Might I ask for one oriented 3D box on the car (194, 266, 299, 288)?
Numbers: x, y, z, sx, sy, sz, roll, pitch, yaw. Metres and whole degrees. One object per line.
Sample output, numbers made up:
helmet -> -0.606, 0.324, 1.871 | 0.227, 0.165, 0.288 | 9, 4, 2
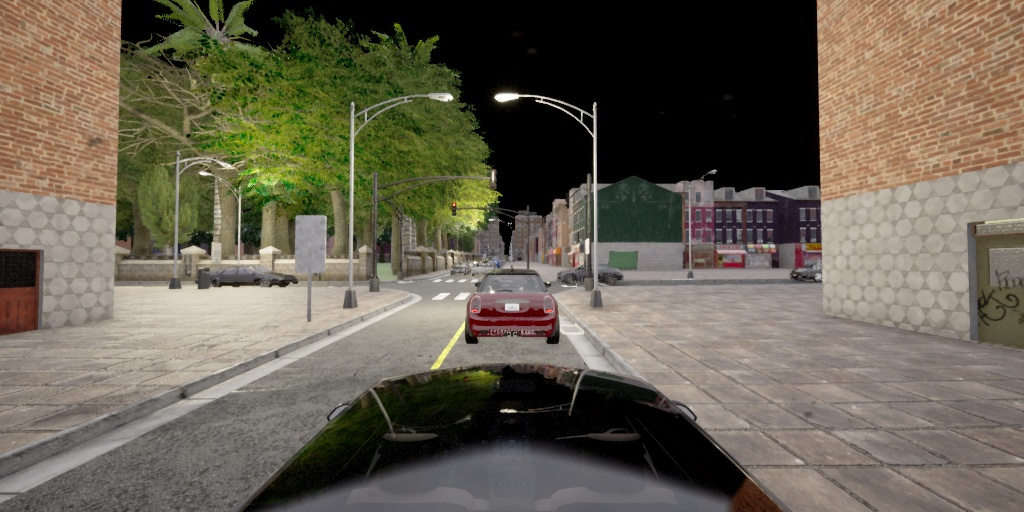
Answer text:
car -> -16.241, 1.288, 22.073 | 5.357, 1.411, 2.033 | 0, -1, 0

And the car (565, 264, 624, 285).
car -> 5.424, 1.279, 25.160 | 4.674, 1.442, 1.812 | 0, -1, 0

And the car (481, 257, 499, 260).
car -> -3.060, 1.300, 46.928 | 1.837, 1.490, 4.892 | 0, 0, -1

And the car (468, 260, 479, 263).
car -> -2.972, 1.380, 36.853 | 1.895, 1.301, 4.718 | 0, 0, 2

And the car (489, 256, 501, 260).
car -> -3.168, 1.045, 61.576 | 2.150, 2.045, 5.566 | 0, 1, 0

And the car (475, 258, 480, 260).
car -> -5.588, 1.344, 45.645 | 2.007, 1.370, 4.403 | 0, 0, 0

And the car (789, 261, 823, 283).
car -> 22.329, 1.082, 25.253 | 4.892, 1.490, 1.837 | -1, -1, 0

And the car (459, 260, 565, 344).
car -> 0.023, 1.105, 9.734 | 2.097, 1.767, 4.553 | 0, 0, 1

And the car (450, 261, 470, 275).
car -> -5.553, 1.332, 38.509 | 2.007, 1.370, 4.403 | 0, 0, 0
